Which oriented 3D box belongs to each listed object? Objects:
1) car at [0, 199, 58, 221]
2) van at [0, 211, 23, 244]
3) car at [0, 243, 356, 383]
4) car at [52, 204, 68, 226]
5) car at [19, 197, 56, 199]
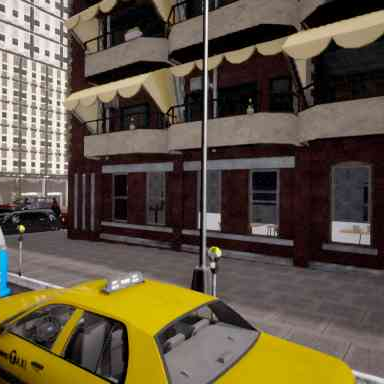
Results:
[{"bbox_3d":[-12.478,1.544,25.451,2.128,1.511,4.902,1,0,36],"label":"car"},{"bbox_3d":[-5.324,1.339,6.662,3.998,1.788,1.690,0,1,36],"label":"van"},{"bbox_3d":[-0.902,1.525,3.508,4.829,1.417,1.752,0,1,36],"label":"car"},{"bbox_3d":[-6.970,1.685,23.207,1.887,1.381,4.507,1,0,36],"label":"car"},{"bbox_3d":[-13.757,1.339,28.117,2.192,1.841,5.009,1,0,36],"label":"car"}]
